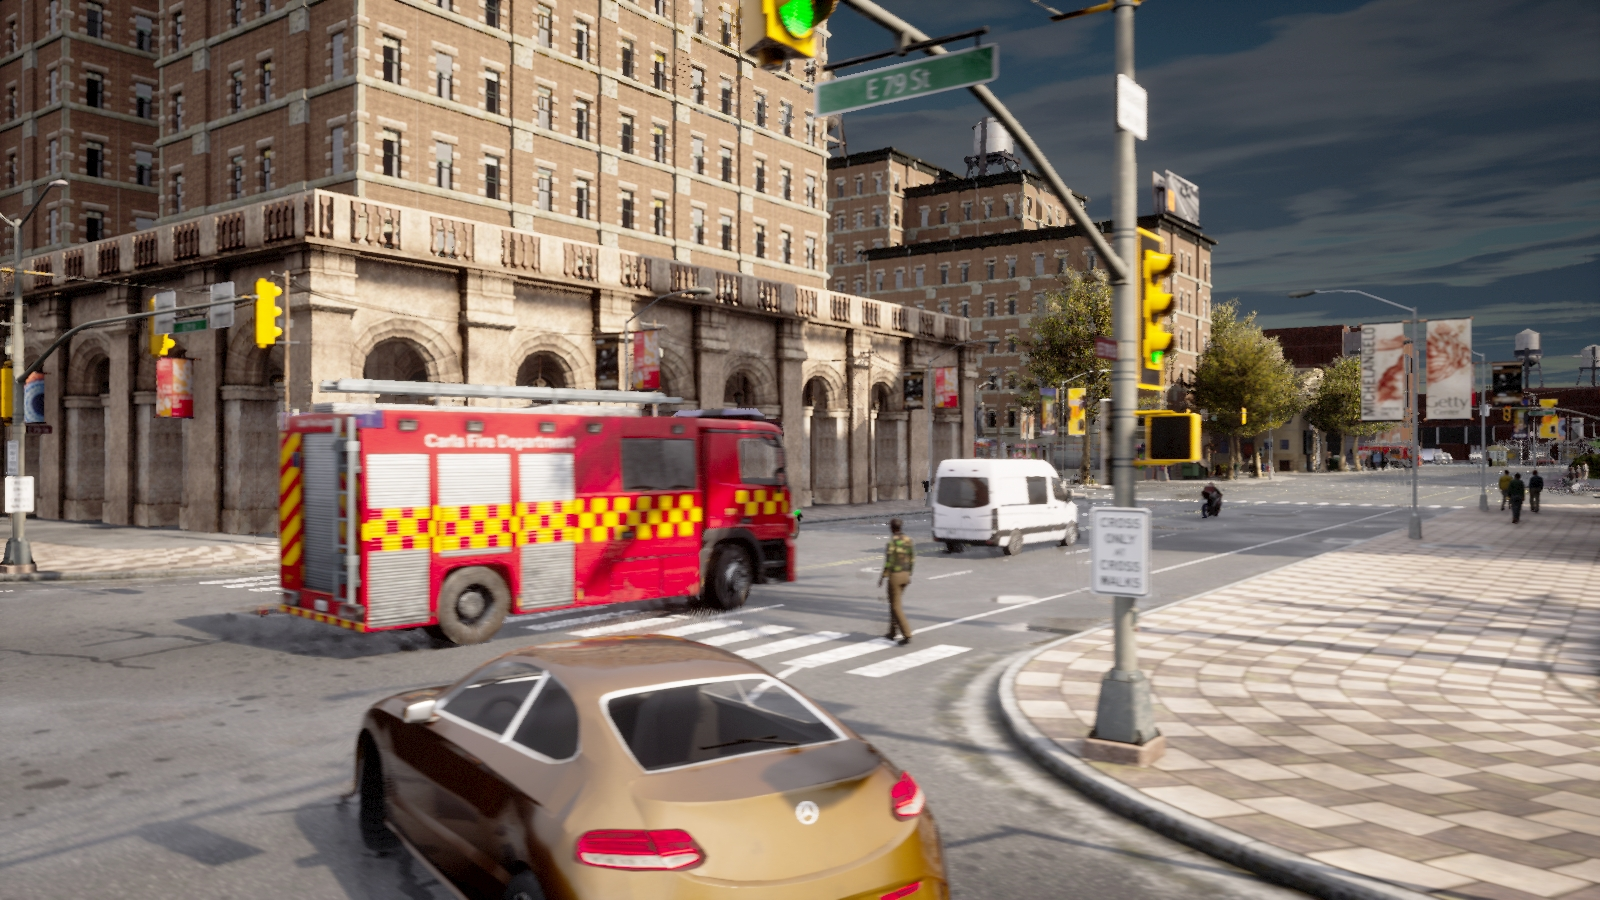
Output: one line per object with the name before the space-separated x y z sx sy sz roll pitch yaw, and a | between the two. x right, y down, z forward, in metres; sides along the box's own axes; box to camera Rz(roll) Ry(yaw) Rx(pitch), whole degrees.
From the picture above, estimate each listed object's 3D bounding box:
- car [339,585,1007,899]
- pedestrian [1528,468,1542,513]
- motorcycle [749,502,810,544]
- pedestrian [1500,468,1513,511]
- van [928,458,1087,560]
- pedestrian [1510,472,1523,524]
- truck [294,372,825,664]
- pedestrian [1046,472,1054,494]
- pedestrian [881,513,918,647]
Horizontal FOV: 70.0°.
car | -1.246 1.992 7.197 2.152 1.651 5.027 0 0 -33
pedestrian | 30.700 1.701 47.724 0.375 1.860 0.375 0 0 8
motorcycle | -0.609 2.215 35.015 0.803 1.145 2.033 0 0 36
pedestrian | 30.703 1.701 49.661 0.375 1.860 0.375 0 0 -35
van | 5.956 1.537 32.128 1.988 2.561 5.915 0 0 36
pedestrian | 25.519 1.701 40.695 0.375 1.860 0.375 0 0 36
truck | -3.543 0.892 19.034 2.891 3.827 8.468 0 0 44
pedestrian | 15.060 1.982 68.753 0.375 1.300 0.375 0 0 32
pedestrian | 1.428 1.850 16.420 0.375 1.860 0.375 0 0 -35
